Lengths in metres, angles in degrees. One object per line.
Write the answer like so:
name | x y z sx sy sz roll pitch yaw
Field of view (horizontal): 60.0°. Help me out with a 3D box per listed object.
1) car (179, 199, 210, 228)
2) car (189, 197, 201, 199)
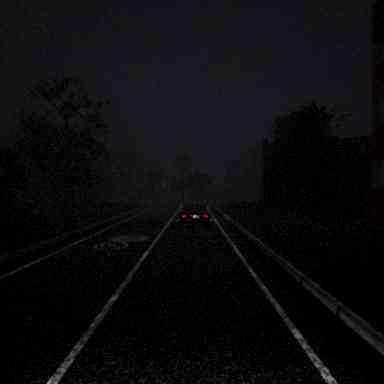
car | 0.163 1.379 20.806 2.033 1.411 5.357 0 1 0
car | 0.369 1.229 38.463 2.033 1.411 5.357 0 0 2
